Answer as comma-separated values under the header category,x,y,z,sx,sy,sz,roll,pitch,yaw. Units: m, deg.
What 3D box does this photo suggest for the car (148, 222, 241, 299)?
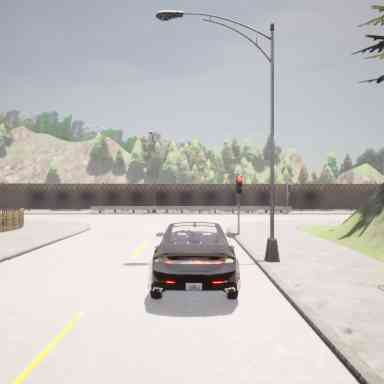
category,x,y,z,sx,sy,sz,roll,pitch,yaw
car,0.069,1.491,8.417,2.128,1.511,4.902,0,0,1
